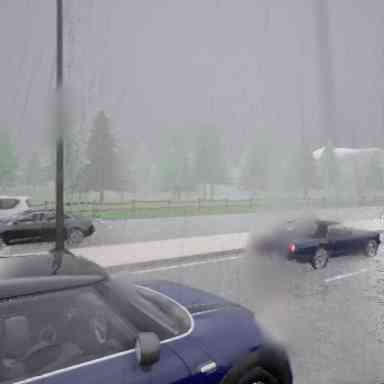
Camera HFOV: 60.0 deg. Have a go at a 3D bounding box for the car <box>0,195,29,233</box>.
[{"bbox_3d":[-12.115,1.188,18.109,5.566,2.045,2.150,0,0,-34],"label":"car"}]

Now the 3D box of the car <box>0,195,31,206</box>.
[{"bbox_3d":[-10.154,1.193,15.210,5.566,2.045,2.150,0,0,-34],"label":"car"}]

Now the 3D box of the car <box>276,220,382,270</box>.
[{"bbox_3d":[4.270,1.581,11.004,4.718,1.301,1.895,0,0,-35],"label":"car"}]

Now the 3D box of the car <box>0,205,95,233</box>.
[{"bbox_3d":[-6.436,1.467,13.518,4.902,1.511,2.128,0,0,-35],"label":"car"}]

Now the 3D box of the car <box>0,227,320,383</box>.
[{"bbox_3d":[-1.226,1.347,2.761,4.553,1.767,2.097,0,0,-36],"label":"car"}]
